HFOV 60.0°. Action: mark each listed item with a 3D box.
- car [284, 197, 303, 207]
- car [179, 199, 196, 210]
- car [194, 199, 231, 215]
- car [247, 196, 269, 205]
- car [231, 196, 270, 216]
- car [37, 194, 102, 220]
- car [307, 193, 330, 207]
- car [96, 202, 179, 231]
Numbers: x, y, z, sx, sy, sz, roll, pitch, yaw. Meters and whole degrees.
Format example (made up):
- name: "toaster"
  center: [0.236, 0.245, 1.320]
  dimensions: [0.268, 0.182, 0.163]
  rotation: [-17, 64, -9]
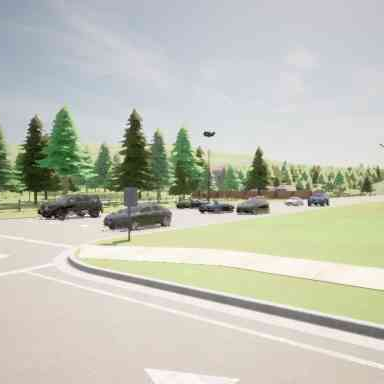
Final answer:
- name: "car"
  center: [16.291, 1.525, 53.062]
  dimensions: [1.812, 1.442, 4.674]
  rotation: [0, 0, 37]
- name: "car"
  center: [-0.048, 1.601, 42.742]
  dimensions: [1.895, 1.301, 4.718]
  rotation: [0, 0, 36]
- name: "car"
  center: [2.602, 1.601, 34.521]
  dimensions: [1.895, 1.301, 4.718]
  rotation: [0, 0, 36]
- name: "car"
  center: [11.763, 1.493, 58.688]
  dimensions: [1.882, 1.535, 5.008]
  rotation: [0, 0, 36]
- name: "car"
  center: [6.203, 1.478, 33.511]
  dimensions: [1.882, 1.535, 5.008]
  rotation: [0, 0, 36]
- name: "car"
  center: [-10.328, 1.223, 28.713]
  dimensions: [2.150, 2.045, 5.566]
  rotation: [0, 0, 36]
- name: "car"
  center: [19.774, 1.225, 51.871]
  dimensions: [2.150, 2.045, 5.566]
  rotation: [0, 0, 37]
- name: "car"
  center: [-3.200, 1.505, 20.662]
  dimensions: [1.837, 1.490, 4.892]
  rotation: [0, 0, 36]
